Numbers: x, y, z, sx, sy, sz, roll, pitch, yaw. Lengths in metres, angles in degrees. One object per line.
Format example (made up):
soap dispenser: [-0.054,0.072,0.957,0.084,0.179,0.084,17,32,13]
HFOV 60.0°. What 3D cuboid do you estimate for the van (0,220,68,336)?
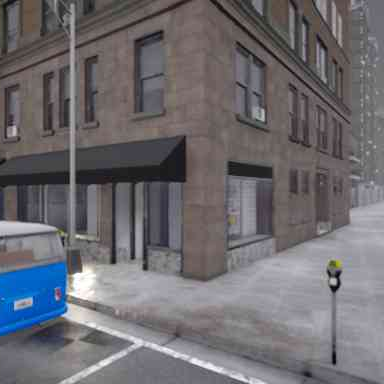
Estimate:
van: [-3.935,1.379,5.853,3.998,1.788,1.690,0,0,35]
